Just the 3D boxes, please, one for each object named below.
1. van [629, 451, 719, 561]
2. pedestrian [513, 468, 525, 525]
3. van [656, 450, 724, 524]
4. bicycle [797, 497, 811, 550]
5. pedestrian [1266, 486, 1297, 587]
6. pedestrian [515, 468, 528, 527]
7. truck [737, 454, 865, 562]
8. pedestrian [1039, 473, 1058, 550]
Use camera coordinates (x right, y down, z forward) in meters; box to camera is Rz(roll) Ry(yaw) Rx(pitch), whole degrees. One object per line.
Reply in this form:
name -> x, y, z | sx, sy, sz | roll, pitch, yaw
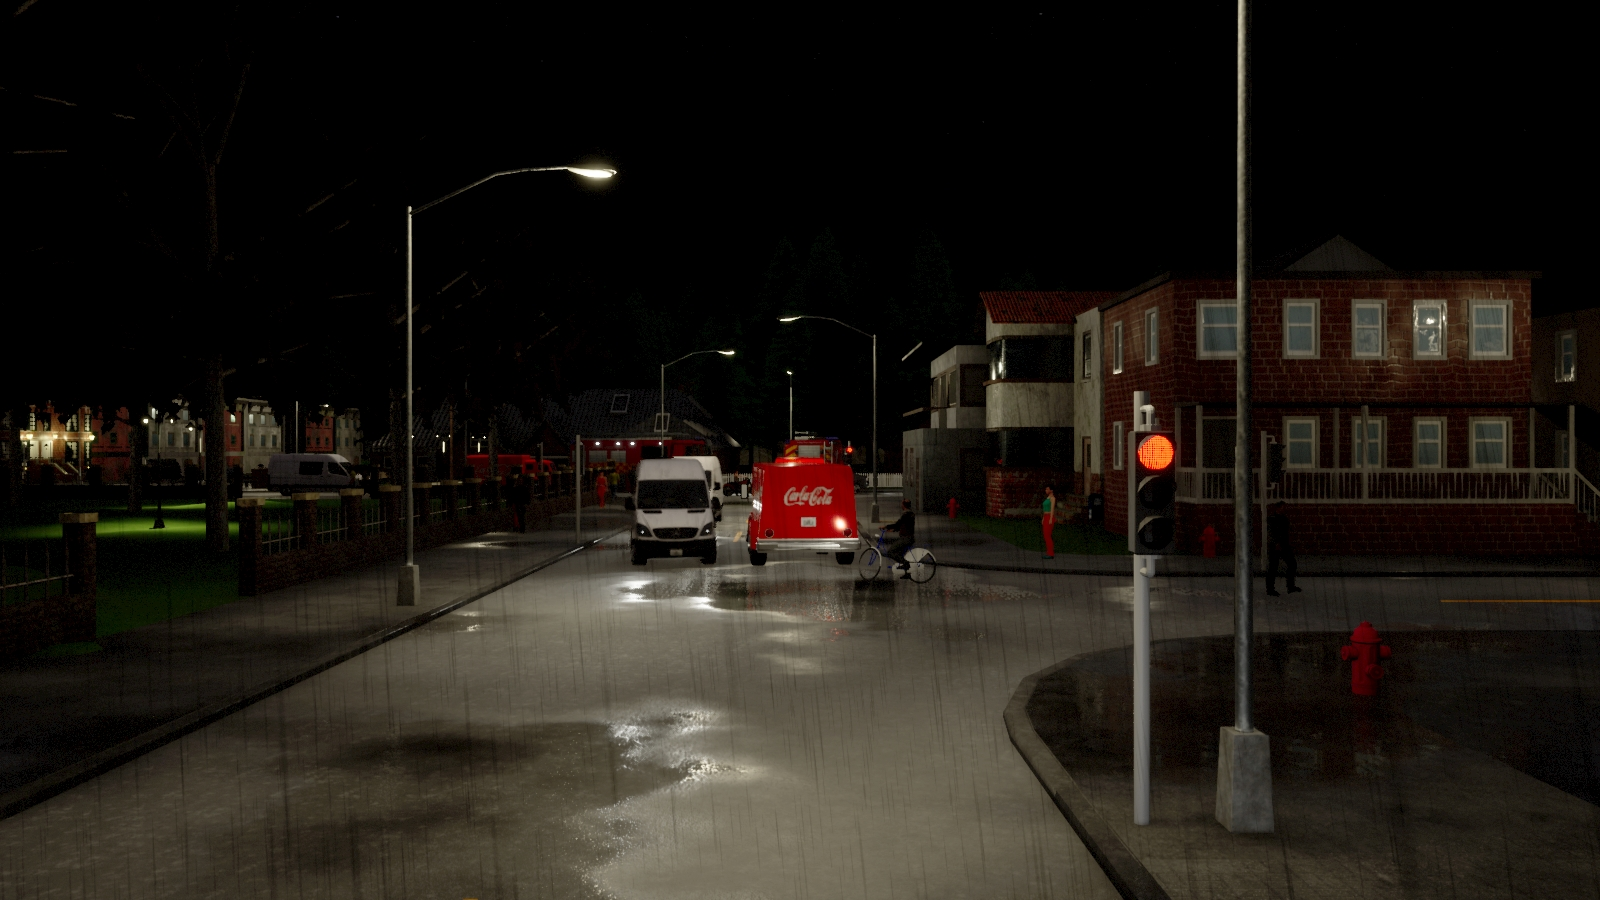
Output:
van -> -3.380, 1.302, 29.590 | 1.988, 2.561, 5.915 | 0, 0, -9
pedestrian -> -9.149, 1.509, 37.231 | 0.375, 1.860, 0.375 | 0, 0, -13
van -> -4.026, 1.297, 42.652 | 1.988, 2.561, 5.915 | 0, 0, 0
bicycle -> 0.094, 1.927, 30.359 | 0.329, 1.271, 1.835 | 0, 0, -1
pedestrian -> 9.072, 1.619, 21.540 | 0.375, 1.860, 0.375 | 0, 0, -20
pedestrian -> -8.847, 1.509, 36.271 | 0.375, 1.860, 0.375 | 0, 0, -16
truck -> -0.107, 1.336, 28.945 | 2.627, 2.467, 5.204 | 0, 0, -7
pedestrian -> 6.059, 1.504, 27.875 | 0.375, 1.860, 0.375 | 0, 0, -4
